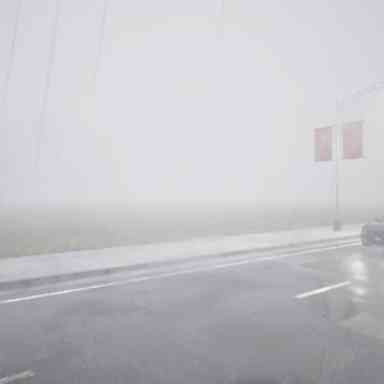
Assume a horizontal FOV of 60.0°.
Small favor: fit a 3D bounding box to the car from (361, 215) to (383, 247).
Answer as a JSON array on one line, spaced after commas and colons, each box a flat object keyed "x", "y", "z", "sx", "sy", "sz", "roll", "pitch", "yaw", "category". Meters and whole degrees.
[{"x": 9.166, "y": 1.536, "z": 14.202, "sx": 5.008, "sy": 1.535, "sz": 1.882, "roll": 0, "pitch": 0, "yaw": -35, "category": "car"}]
